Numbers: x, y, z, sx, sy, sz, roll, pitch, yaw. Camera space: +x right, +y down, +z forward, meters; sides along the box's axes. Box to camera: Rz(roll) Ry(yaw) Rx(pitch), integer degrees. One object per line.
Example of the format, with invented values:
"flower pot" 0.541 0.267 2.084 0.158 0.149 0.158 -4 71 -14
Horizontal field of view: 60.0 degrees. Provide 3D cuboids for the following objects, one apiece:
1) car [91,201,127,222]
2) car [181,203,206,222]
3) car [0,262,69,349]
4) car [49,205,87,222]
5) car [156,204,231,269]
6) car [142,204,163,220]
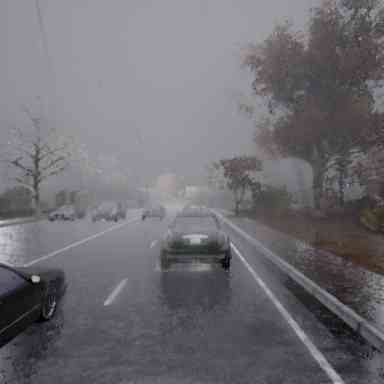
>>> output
"car" -6.984 1.613 28.351 2.097 1.767 4.553 0 0 0
"car" 0.118 1.753 29.590 2.033 1.411 5.357 0 0 0
"car" -3.405 1.578 4.236 2.033 1.411 5.357 0 0 0
"car" -10.484 1.808 28.321 1.994 1.385 4.181 0 0 0
"car" 0.107 1.433 11.609 2.097 1.767 4.553 0 0 0
"car" -3.383 1.758 30.229 2.033 1.411 5.357 0 0 0
